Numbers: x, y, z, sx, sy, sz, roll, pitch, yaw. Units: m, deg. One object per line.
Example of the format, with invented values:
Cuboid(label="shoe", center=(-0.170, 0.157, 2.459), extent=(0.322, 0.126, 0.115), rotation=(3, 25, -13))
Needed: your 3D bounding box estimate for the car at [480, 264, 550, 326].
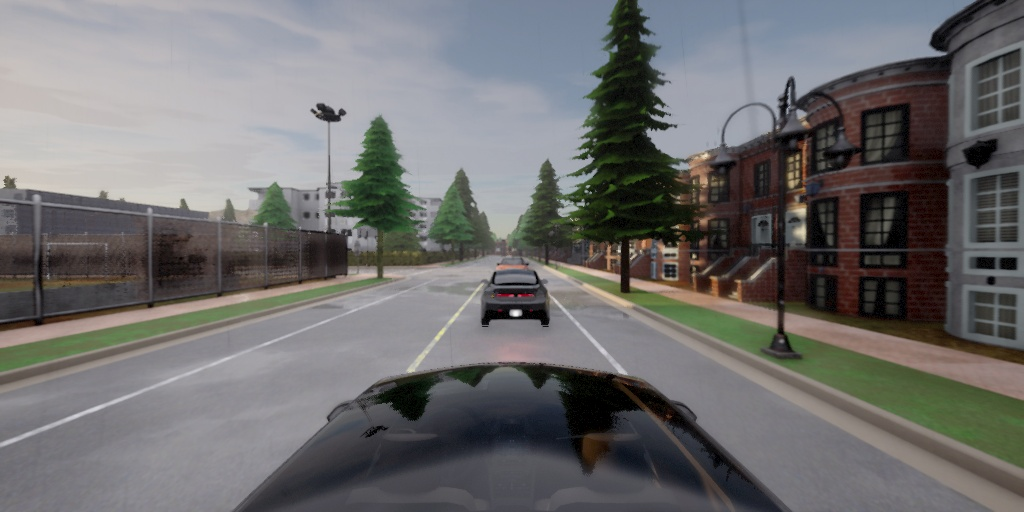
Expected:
Cuboid(label="car", center=(0.082, 1.131, 11.105), extent=(1.837, 1.490, 4.892), rotation=(0, 0, 0))

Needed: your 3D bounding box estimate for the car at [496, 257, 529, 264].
Cuboid(label="car", center=(0.056, 0.824, 23.127), extent=(2.097, 1.767, 4.553), rotation=(0, 1, 0))
